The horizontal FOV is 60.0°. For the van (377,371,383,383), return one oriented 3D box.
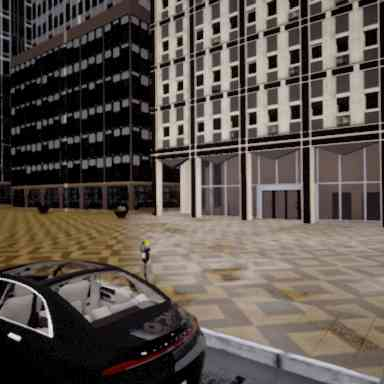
[{"bbox_3d":[2.718,1.334,0.934,3.998,1.788,1.690,0,-1,36],"label":"van"}]

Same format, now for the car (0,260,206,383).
[{"bbox_3d":[-1.902,1.566,4.253,4.403,1.369,2.008,0,-1,36],"label":"car"}]
